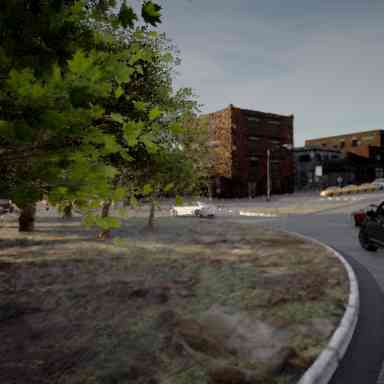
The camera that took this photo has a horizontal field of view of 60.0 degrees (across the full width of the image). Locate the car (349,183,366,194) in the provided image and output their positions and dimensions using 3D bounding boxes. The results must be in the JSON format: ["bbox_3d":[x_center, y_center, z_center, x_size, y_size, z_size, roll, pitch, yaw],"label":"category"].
[{"bbox_3d":[27.660,-0.488,58.315,5.366,1.575,1.946,-5,2,-36],"label":"car"}]

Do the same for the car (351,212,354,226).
[{"bbox_3d":[10.733,1.380,18.739,1.882,1.535,5.008,-1,0,4],"label":"car"}]

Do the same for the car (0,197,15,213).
[{"bbox_3d":[-24.461,1.583,41.452,4.553,1.767,2.097,0,0,31],"label":"car"}]

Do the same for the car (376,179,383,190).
[{"bbox_3d":[36.801,-1.502,64.943,5.566,2.045,2.435,-5,2,-36],"label":"car"}]

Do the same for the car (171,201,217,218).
[{"bbox_3d":[0.150,1.533,29.770,4.674,1.442,1.812,-1,0,42],"label":"car"}]

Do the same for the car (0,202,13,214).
[{"bbox_3d":[-20.458,1.808,32.373,4.718,1.301,1.895,-1,0,-24],"label":"car"}]

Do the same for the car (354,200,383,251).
[{"bbox_3d":[7.068,1.149,10.495,2.150,2.045,5.566,0,-1,14],"label":"car"}]

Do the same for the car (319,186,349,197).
[{"bbox_3d":[23.194,-0.112,55.088,5.366,1.575,1.946,-5,2,-36],"label":"car"}]

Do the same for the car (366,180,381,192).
[{"bbox_3d":[32.122,-0.862,61.551,5.366,1.575,1.946,-5,2,-36],"label":"car"}]
